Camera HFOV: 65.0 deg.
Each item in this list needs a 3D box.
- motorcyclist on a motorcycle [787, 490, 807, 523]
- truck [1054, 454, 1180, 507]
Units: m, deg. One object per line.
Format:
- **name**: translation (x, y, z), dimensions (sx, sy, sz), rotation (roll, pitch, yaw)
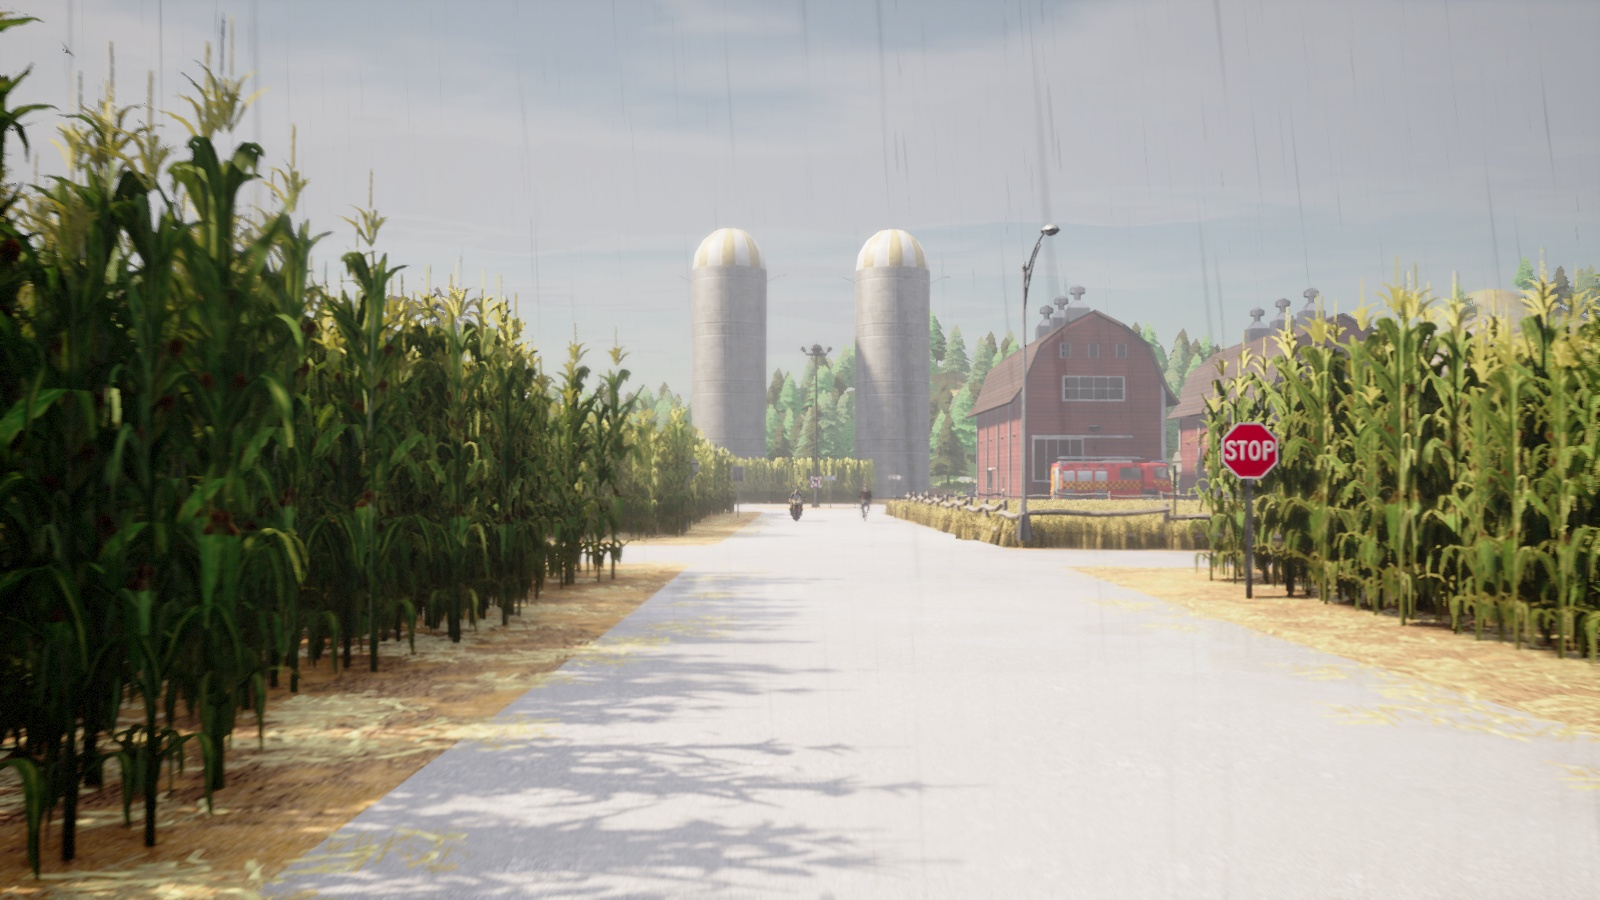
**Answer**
- **motorcyclist on a motorcycle**: translation (-0.138, 2.599, 58.166), dimensions (0.866, 1.530, 2.191), rotation (0, -2, 0)
- **truck**: translation (23.150, 2.217, 91.961), dimensions (8.468, 3.827, 2.891), rotation (0, -1, -4)
